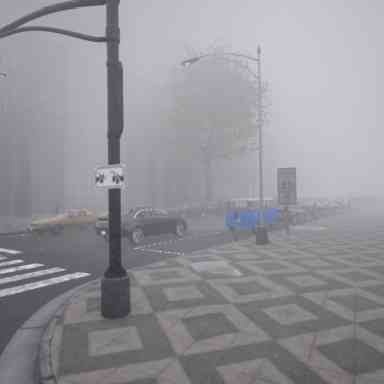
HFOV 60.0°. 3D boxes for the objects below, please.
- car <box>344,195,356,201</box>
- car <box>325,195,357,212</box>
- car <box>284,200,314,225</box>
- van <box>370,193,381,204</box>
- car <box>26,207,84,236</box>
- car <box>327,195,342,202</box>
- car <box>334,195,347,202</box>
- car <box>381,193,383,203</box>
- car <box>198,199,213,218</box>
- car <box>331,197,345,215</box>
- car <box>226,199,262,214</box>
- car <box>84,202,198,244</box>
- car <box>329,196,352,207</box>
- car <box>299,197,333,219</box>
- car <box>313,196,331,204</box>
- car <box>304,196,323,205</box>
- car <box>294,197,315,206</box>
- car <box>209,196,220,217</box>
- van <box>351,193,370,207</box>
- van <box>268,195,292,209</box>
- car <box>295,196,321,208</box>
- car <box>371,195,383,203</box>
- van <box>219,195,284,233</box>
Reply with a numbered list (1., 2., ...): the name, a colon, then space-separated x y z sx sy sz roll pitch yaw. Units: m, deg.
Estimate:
1. car: 39.548 1.400 83.168 2.008 1.369 4.403 -1 -1 36
2. car: 16.055 1.363 35.950 2.008 1.369 4.403 -1 0 36
3. car: 6.567 1.422 22.770 1.947 1.339 4.313 -1 0 36
4. van: 28.704 1.102 53.524 1.690 1.788 3.998 -1 -1 36
5. car: -6.772 1.564 18.843 1.752 1.417 4.829 -1 0 36
6. car: 30.005 1.432 69.913 2.008 1.369 4.403 -1 -1 36
7. car: 33.186 1.415 74.331 1.887 1.381 4.507 -1 -1 36
8. car: 31.969 1.274 58.053 1.752 1.417 4.829 -1 -1 36
9. car: -0.485 1.552 27.563 1.887 1.381 4.507 -1 0 36
10. car: 12.893 1.408 31.557 1.802 1.307 4.206 -1 0 36
11. car: 5.695 1.529 36.148 2.008 1.369 4.403 -1 0 36
12. car: -2.156 1.429 15.387 2.128 1.511 4.902 -1 -1 36
13. car: 21.819 1.375 48.686 2.033 1.411 5.357 -1 -1 36
14. car: 9.729 1.385 27.163 1.887 1.381 4.507 -1 0 36
15. car: 24.237 1.453 61.902 2.008 1.369 4.403 -1 -1 36
16. car: 21.047 1.439 57.472 1.752 1.417 4.829 -1 -1 36
17. car: 18.056 1.492 53.316 1.947 1.339 4.313 -1 0 36
18. car: 2.602 1.307 31.857 2.192 1.841 5.009 -1 0 36
19. van: 22.378 1.127 44.737 1.690 1.788 3.998 -1 0 36
20. van: 11.873 1.292 44.734 1.690 1.788 3.998 -1 0 36
21. car: 15.977 1.386 45.707 2.128 1.511 4.902 -1 -1 36
22. car: 35.033 1.303 62.308 1.947 1.339 4.313 -1 -1 36
23. van: 3.401 1.212 18.379 1.690 1.788 3.998 -1 0 36
